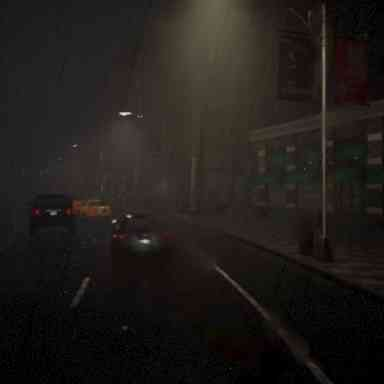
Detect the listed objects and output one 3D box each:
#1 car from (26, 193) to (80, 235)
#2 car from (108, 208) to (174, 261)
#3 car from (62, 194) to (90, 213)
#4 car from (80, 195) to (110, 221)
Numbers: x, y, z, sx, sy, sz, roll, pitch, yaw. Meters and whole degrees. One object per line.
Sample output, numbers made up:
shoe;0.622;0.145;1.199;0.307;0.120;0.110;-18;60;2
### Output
car;-7.739;1.092;18.379;2.150;2.045;5.566;0;1;-24
car;-1.921;1.469;12.037;1.994;1.385;4.181;0;0;-14
car;-11.993;1.103;34.187;2.097;1.767;4.553;0;1;-28
car;-7.613;1.265;25.639;1.801;1.575;5.366;0;0;-27
